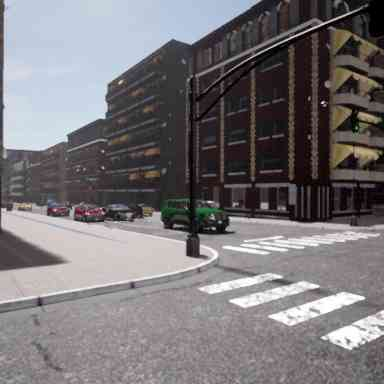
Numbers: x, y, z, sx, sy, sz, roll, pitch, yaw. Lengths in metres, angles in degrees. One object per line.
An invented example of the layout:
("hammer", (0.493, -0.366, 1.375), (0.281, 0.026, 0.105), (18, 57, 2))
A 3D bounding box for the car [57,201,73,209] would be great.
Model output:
("car", (-25.865, 2.583, 67.728), (1.967, 1.590, 4.097), (-1, 0, -36))

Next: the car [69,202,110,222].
("car", (-9.534, 1.902, 30.821), (1.967, 1.590, 4.097), (-1, 0, -36))

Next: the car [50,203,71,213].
("car", (-19.509, 2.378, 49.236), (1.994, 1.385, 4.181), (0, -1, -36))

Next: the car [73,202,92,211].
("car", (-19.369, 2.484, 58.709), (1.752, 1.417, 4.829), (-1, 0, -36))

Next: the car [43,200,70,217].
("car", (-16.127, 2.088, 39.978), (1.967, 1.590, 4.097), (-1, 0, -36))

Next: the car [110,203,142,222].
("car", (-7.053, 1.947, 31.779), (2.128, 1.511, 4.902), (0, -1, -36))

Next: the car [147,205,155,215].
("car", (-6.181, 2.110, 40.395), (1.752, 1.417, 4.829), (-1, 0, -36))

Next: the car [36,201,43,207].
("car", (-39.050, 3.086, 86.041), (1.947, 1.339, 4.313), (-1, 0, -36))

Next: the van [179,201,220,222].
("van", (0.646, 1.738, 31.201), (1.690, 1.788, 3.998), (-1, 0, -36))

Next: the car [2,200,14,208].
("car", (-42.506, 2.713, 76.607), (2.192, 1.841, 5.009), (-1, 0, -36))

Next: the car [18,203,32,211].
("car", (-29.214, 2.544, 58.153), (1.752, 1.417, 4.829), (-1, 0, -36))

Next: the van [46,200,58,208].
("van", (-32.462, 2.672, 76.886), (1.690, 1.788, 3.998), (-1, 0, -36))

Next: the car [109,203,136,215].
("car", (-9.378, 2.241, 44.835), (1.947, 1.339, 4.313), (-1, 0, -36))

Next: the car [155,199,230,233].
("car", (0.042, 1.481, 21.923), (2.150, 2.045, 5.566), (0, -1, -36))

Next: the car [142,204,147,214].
("car", (-7.370, 2.029, 37.692), (1.882, 1.535, 5.008), (0, -1, -36))
